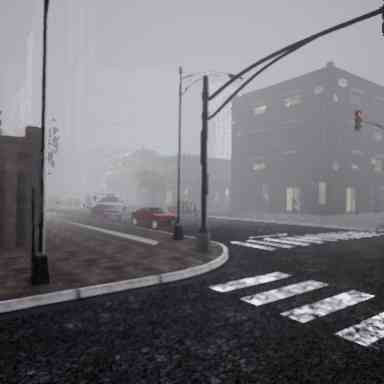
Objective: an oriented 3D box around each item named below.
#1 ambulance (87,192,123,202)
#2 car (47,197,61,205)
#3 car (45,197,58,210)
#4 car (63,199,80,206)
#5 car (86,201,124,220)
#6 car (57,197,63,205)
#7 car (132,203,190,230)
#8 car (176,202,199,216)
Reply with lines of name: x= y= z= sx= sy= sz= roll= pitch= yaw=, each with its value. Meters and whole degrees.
ambulance: x=-9.615 y=1.275 z=36.892 sx=2.351 sy=2.431 sz=6.366 roll=1 pitch=-1 yaw=-35
car: x=-33.702 y=2.105 z=81.225 sx=2.192 sy=1.841 sz=5.009 roll=1 pitch=-1 yaw=-35
car: x=-21.669 y=1.872 z=49.297 sx=1.752 sy=1.417 sz=4.829 roll=1 pitch=-1 yaw=-35
car: x=-24.188 y=2.078 z=67.623 sx=1.967 sy=1.590 sz=4.097 roll=1 pitch=-1 yaw=-35
car: x=-7.529 y=1.710 z=28.963 sx=1.802 sy=1.307 sz=4.206 roll=1 pitch=-1 yaw=-35
car: x=-27.359 y=2.271 z=72.155 sx=1.802 sy=1.307 sz=4.206 roll=1 pitch=-1 yaw=-35
car: x=-2.369 y=1.595 z=21.588 sx=1.887 sy=1.381 sz=4.507 roll=1 pitch=-1 yaw=-35
car: x=-1.081 y=1.724 z=34.817 sx=1.967 sy=1.590 sz=4.097 roll=1 pitch=-1 yaw=-35
